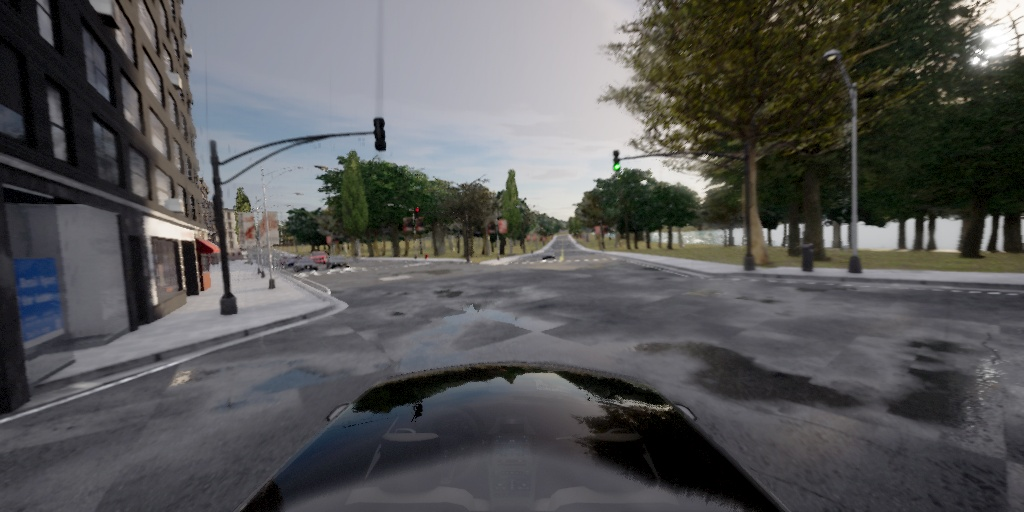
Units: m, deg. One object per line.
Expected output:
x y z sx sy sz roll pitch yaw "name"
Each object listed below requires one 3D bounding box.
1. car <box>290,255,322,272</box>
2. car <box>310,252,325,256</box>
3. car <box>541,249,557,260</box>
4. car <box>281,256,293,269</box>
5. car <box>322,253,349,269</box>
-22.597 0.988 39.284 1.994 1.385 4.181 -5 3 -37 "car"
-28.016 0.401 51.969 2.150 2.045 5.566 -5 3 -36 "car"
5.056 -0.175 48.809 1.837 1.490 4.892 -3 3 8 "car"
-30.066 1.022 49.317 1.895 1.301 4.718 -5 3 -36 "car"
-20.364 0.682 41.709 1.837 1.490 4.892 -5 3 -36 "car"
